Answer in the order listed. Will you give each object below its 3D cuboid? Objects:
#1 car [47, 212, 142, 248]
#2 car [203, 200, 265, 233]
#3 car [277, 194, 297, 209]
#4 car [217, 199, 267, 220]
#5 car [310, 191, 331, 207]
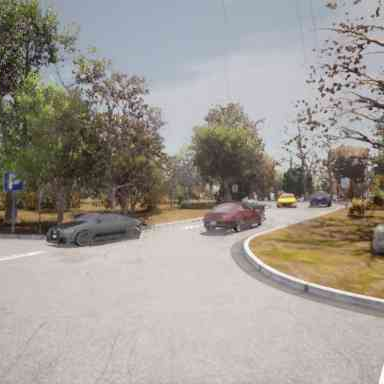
[{"bbox_3d":[-4.341,1.618,15.195,1.994,1.385,4.181,-3,-1,41],"label":"car"},{"bbox_3d":[2.329,1.300,17.995,1.812,1.442,4.674,-3,-1,34],"label":"car"},{"bbox_3d":[10.561,0.984,36.765,1.882,1.535,5.008,-3,0,18],"label":"car"},{"bbox_3d":[4.083,1.356,26.506,1.895,1.301,4.718,-3,-1,35],"label":"car"},{"bbox_3d":[14.133,0.694,36.583,2.097,1.767,4.553,-3,-1,23],"label":"car"}]
